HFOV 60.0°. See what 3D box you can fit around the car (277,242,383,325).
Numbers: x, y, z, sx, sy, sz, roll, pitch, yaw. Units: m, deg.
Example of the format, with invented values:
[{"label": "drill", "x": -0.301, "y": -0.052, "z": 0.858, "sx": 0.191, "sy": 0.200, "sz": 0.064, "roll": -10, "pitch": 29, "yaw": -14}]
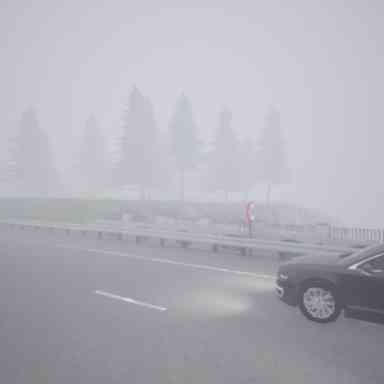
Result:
[{"label": "car", "x": 3.875, "y": 1.505, "z": 5.527, "sx": 4.892, "sy": 1.490, "sz": 1.837, "roll": 0, "pitch": 0, "yaw": 35}]
